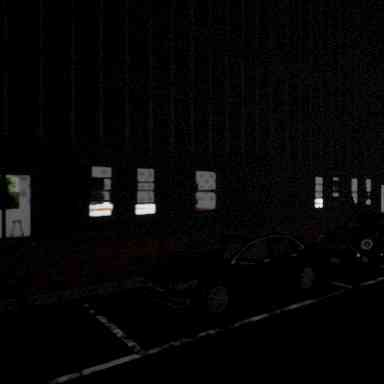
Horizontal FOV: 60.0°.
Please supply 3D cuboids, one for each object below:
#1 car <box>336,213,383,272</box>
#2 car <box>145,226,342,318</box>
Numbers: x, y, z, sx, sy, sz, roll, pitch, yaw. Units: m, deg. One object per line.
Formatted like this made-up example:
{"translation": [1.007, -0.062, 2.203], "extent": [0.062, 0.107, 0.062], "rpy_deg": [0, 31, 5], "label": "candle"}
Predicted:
{"translation": [5.722, 1.433, 10.639], "extent": [4.097, 1.590, 1.967], "rpy_deg": [0, 0, -35], "label": "car"}
{"translation": [1.086, 1.548, 7.334], "extent": [4.403, 1.369, 2.008], "rpy_deg": [0, 0, -35], "label": "car"}
